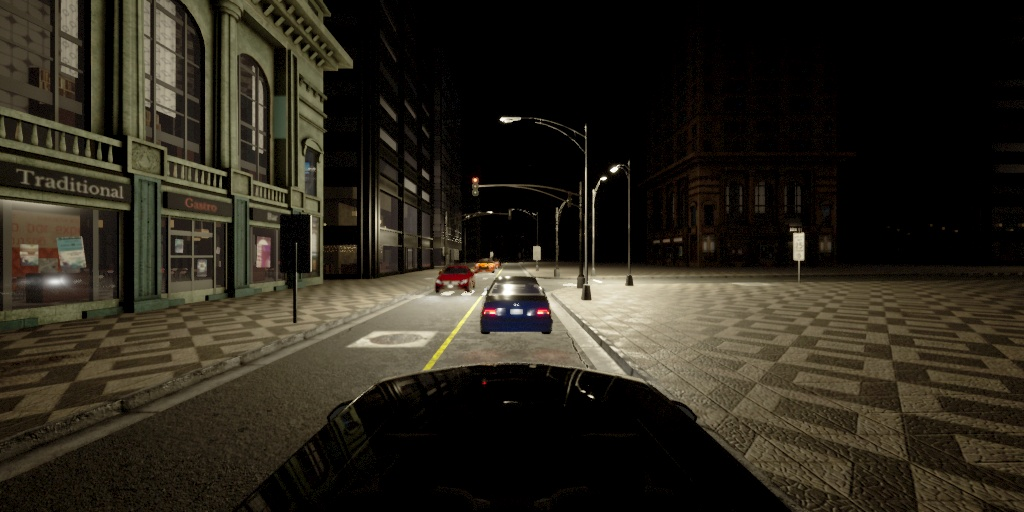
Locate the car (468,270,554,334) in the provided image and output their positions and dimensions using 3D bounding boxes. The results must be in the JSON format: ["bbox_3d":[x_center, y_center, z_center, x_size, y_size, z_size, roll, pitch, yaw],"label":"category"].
[{"bbox_3d":[0.096,1.297,10.547,2.033,1.411,5.357,0,0,0],"label":"car"}]

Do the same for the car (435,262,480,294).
[{"bbox_3d":[-3.109,1.275,20.451,1.812,1.442,4.674,0,0,0],"label":"car"}]

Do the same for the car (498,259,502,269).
[{"bbox_3d":[-3.103,1.108,56.854,2.097,1.767,4.553,0,0,0],"label":"car"}]

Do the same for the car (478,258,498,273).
[{"bbox_3d":[-3.109,1.104,41.692,2.097,1.767,4.553,0,0,0],"label":"car"}]
